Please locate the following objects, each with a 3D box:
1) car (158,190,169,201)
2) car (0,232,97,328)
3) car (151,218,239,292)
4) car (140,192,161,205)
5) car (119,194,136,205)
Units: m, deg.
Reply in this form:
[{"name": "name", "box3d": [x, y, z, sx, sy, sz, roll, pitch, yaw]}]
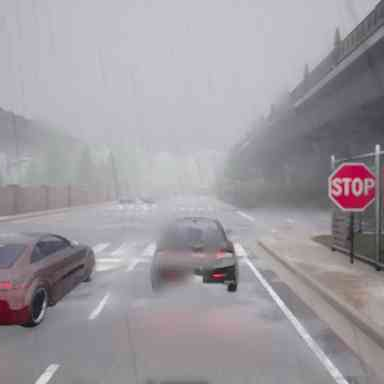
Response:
[{"name": "car", "box3d": [-5.938, 0.709, 67.296, 2.150, 2.045, 5.566, 0, 1, 1]}, {"name": "car", "box3d": [-3.432, 1.511, 6.890, 1.994, 1.385, 4.181, 0, 0, 0]}, {"name": "car", "box3d": [0.077, 1.424, 8.710, 2.128, 1.511, 4.902, 0, 0, 0]}, {"name": "car", "box3d": [-6.281, 1.117, 50.967, 1.837, 1.490, 4.892, 0, 1, 1]}, {"name": "car", "box3d": [-9.788, 1.120, 50.611, 1.837, 1.490, 4.892, 0, 0, 1]}]
